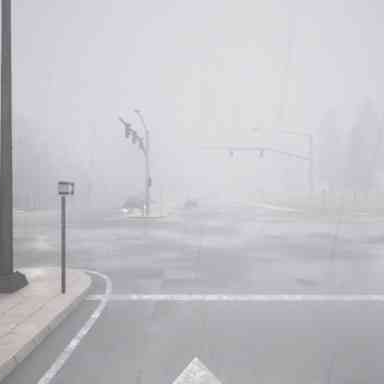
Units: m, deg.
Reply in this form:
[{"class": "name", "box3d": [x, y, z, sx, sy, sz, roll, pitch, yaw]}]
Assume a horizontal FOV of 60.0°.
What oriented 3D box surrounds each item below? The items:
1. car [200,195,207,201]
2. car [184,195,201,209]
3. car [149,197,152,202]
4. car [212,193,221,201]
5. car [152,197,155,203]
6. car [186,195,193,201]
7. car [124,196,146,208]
[{"class": "car", "box3d": [2.807, 1.502, 85.860, 1.812, 1.442, 4.674, 0, 0, -1]}, {"class": "car", "box3d": [-0.094, 1.514, 44.757, 1.812, 1.442, 4.674, 0, 0, -1]}, {"class": "car", "box3d": [-8.340, 1.491, 55.746, 1.837, 1.490, 4.892, 0, 0, -1]}, {"class": "car", "box3d": [6.307, 1.203, 85.865, 2.150, 2.045, 5.566, 0, 0, -1]}, {"class": "car", "box3d": [-8.430, 1.584, 65.690, 1.895, 1.301, 4.718, 0, 0, 0]}, {"class": "car", "box3d": [-0.693, 1.478, 85.801, 1.837, 1.490, 4.892, 0, 0, -1]}, {"class": "car", "box3d": [-8.220, 1.340, 46.712, 2.097, 1.767, 4.553, 0, 0, -1]}]
